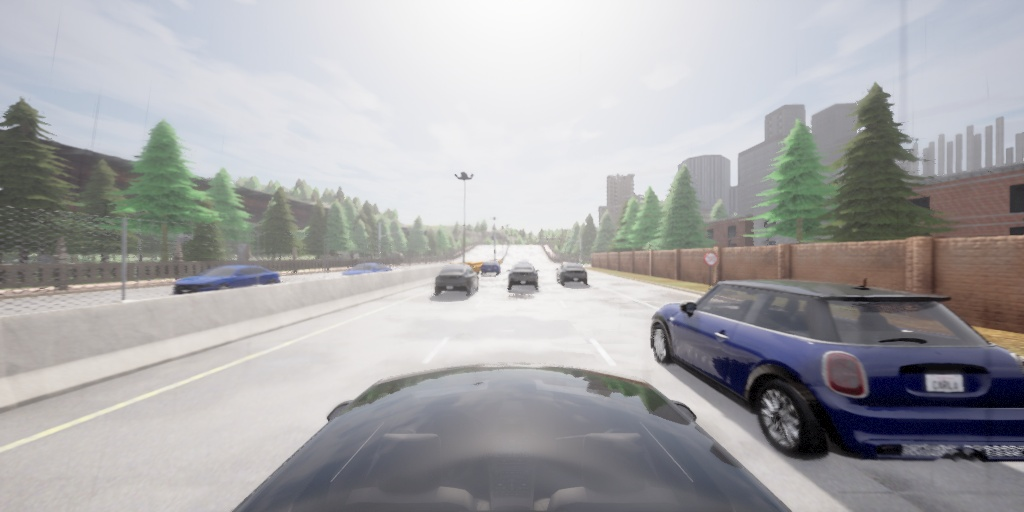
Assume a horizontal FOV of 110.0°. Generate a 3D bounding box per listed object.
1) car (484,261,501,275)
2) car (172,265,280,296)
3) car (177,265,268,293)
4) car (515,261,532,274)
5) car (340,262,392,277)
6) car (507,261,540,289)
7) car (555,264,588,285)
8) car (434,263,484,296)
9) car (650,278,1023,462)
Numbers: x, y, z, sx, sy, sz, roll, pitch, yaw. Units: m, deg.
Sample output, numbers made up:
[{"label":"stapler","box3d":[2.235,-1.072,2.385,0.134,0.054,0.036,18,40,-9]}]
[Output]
[{"label":"car","box3d":[-2.263,1.247,39.330,1.882,1.535,5.008,0,0,2]},{"label":"car","box3d":[-13.650,1.203,17.515,1.882,1.535,5.008,0,0,2]},{"label":"car","box3d":[-17.026,1.283,21.436,1.994,1.385,4.181,0,0,2]},{"label":"car","box3d":[1.322,1.306,41.994,1.812,1.442,4.674,0,0,2]},{"label":"car","box3d":[-9.921,1.217,24.714,1.882,1.535,5.008,0,0,2]},{"label":"car","box3d":[0.720,1.270,22.955,1.837,1.490,4.892,0,0,2]},{"label":"car","box3d":[4.331,1.284,26.253,1.837,1.490,4.892,0,0,2]},{"label":"car","box3d":[-2.883,1.259,19.454,1.837,1.490,4.892,0,0,2]},{"label":"car","box3d":[3.739,1.114,5.198,2.097,1.767,4.553,0,0,1]}]
